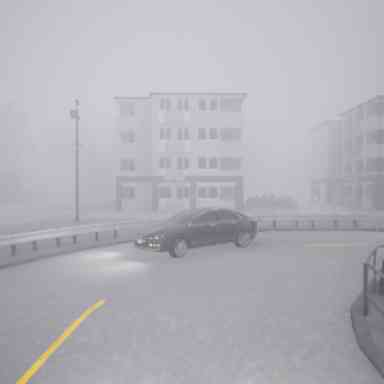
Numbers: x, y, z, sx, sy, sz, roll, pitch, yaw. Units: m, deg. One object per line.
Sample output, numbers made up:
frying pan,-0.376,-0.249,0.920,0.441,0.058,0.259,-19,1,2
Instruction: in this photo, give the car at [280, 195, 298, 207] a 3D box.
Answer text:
car,10.949,0.991,38.782,1.853,1.218,4.536,0,1,30

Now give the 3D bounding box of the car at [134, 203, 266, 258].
car,0.257,1.341,12.145,4.892,1.490,1.837,-1,-1,-36

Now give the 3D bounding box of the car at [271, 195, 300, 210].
car,10.974,1.148,38.830,2.038,1.542,4.974,0,1,30

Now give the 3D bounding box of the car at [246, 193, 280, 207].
car,8.176,0.899,39.156,3.633,1.501,1.845,0,1,11
